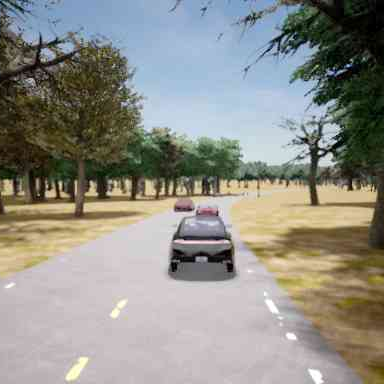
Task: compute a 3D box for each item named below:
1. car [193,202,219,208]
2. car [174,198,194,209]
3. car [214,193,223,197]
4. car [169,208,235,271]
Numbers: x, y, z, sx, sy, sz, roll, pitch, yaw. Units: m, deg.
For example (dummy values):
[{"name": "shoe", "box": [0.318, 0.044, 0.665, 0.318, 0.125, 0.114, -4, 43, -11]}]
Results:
[{"name": "car", "box": [1.421, 1.615, 28.822, 1.895, 1.301, 4.718, 0, 0, 5]}, {"name": "car", "box": [-0.868, 1.430, 37.923, 1.882, 1.535, 5.008, 0, 0, 7]}, {"name": "car", "box": [6.267, 0.761, 78.851, 1.812, 1.442, 4.674, 1, 1, 13]}, {"name": "car", "box": [0.336, 1.519, 10.975, 2.128, 1.511, 4.902, 0, 0, 2]}]
